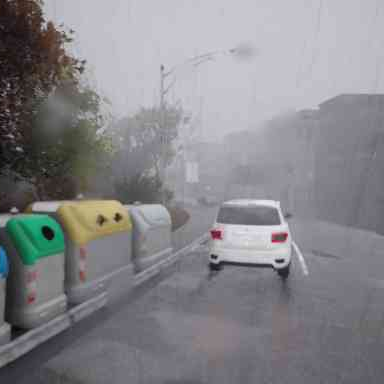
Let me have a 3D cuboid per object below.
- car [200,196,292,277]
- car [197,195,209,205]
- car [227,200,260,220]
[{"bbox_3d":[1.984,1.237,10.703,2.150,2.045,5.566,1,1,14],"label":"car"},{"bbox_3d":[2.138,1.195,46.649,2.033,1.411,5.357,-1,2,-14],"label":"car"},{"bbox_3d":[4.328,1.511,28.839,2.033,1.411,5.357,0,0,1],"label":"car"}]
